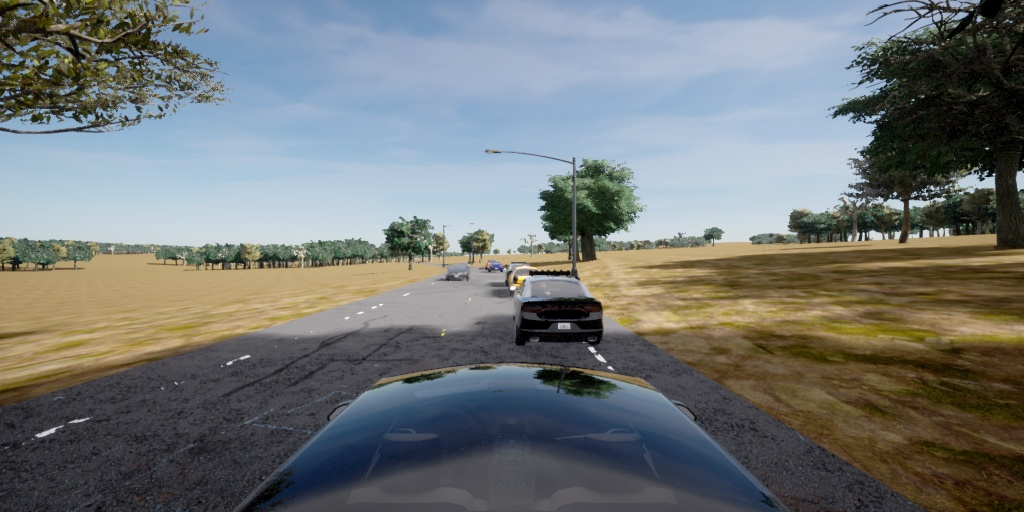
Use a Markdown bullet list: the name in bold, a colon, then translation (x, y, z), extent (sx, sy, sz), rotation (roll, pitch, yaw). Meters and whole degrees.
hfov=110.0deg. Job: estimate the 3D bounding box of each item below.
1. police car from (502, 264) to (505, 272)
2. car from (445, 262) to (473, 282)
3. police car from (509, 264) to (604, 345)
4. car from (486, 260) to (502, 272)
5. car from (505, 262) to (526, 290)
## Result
- **police car**: translation (0.467, 1.224, 25.763), extent (1.930, 1.638, 5.238), rotation (0, 0, -3)
- **car**: translation (-4.471, 1.333, 30.339), extent (1.812, 1.442, 4.674), rotation (0, 0, -3)
- **police car**: translation (0.992, 1.189, 9.680), extent (1.930, 1.638, 5.238), rotation (0, 0, -1)
- **car**: translation (-2.201, 1.453, 48.353), extent (1.812, 1.442, 4.674), rotation (0, -1, -5)
- **car**: translation (0.723, 1.241, 19.814), extent (1.801, 1.575, 5.366), rotation (0, 0, -2)
